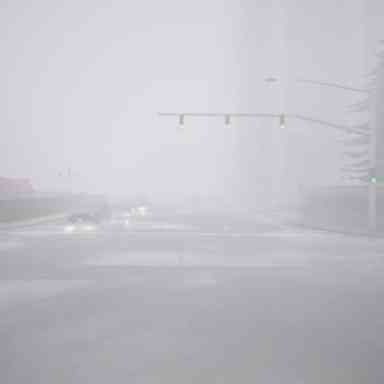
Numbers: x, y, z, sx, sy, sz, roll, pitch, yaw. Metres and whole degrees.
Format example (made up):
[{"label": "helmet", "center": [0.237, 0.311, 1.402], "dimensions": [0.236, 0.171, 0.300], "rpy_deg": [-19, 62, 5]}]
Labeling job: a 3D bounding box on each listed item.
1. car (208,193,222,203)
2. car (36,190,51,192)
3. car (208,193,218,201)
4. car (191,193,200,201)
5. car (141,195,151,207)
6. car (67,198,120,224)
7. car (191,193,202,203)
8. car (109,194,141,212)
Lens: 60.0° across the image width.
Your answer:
[{"label": "car", "center": [4.167, 1.086, 57.671], "dimensions": [2.033, 1.411, 5.357], "rpy_deg": [0, 0, 1]}, {"label": "car", "center": [-28.070, 0.601, 61.586], "dimensions": [4.605, 1.855, 1.932], "rpy_deg": [0, 0, 1]}, {"label": "car", "center": [4.288, 0.936, 67.963], "dimensions": [1.882, 1.535, 5.008], "rpy_deg": [0, 0, 1]}, {"label": "car", "center": [0.789, 0.970, 68.051], "dimensions": [1.812, 1.442, 4.674], "rpy_deg": [0, 0, 1]}, {"label": "car", "center": [-6.519, 1.100, 43.768], "dimensions": [2.128, 1.511, 4.902], "rpy_deg": [0, 0, 1]}, {"label": "car", "center": [-6.840, 1.317, 23.097], "dimensions": [2.033, 1.411, 5.357], "rpy_deg": [0, 0, 1]}, {"label": "car", "center": [0.745, 1.017, 55.898], "dimensions": [1.882, 1.535, 5.008], "rpy_deg": [0, 1, 0]}, {"label": "car", "center": [-6.710, 1.215, 33.341], "dimensions": [1.812, 1.442, 4.674], "rpy_deg": [0, 0, 1]}]
